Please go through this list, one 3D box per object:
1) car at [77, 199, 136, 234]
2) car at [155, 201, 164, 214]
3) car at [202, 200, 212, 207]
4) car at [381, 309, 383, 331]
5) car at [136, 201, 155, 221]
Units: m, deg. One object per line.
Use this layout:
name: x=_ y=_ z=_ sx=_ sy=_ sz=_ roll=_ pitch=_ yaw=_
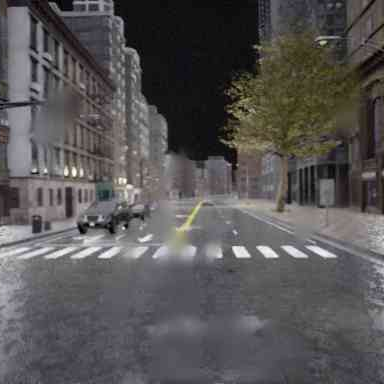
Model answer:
car: x=-5.550 y=1.507 z=21.756 sx=2.150 sy=2.045 sz=5.566 roll=-1 pitch=-1 yaw=3
car: x=-4.676 y=1.942 z=42.163 sx=2.128 sy=1.511 sz=4.902 roll=-1 pitch=0 yaw=3
car: x=2.777 y=2.087 z=61.672 sx=1.895 sy=1.301 sz=4.718 roll=-1 pitch=0 yaw=2
car: x=3.555 y=1.514 z=2.848 sx=1.812 sy=1.442 sz=4.674 roll=-1 pitch=-1 yaw=2
car: x=-5.134 y=1.851 z=31.855 sx=1.882 sy=1.535 sz=5.008 roll=-1 pitch=0 yaw=2
